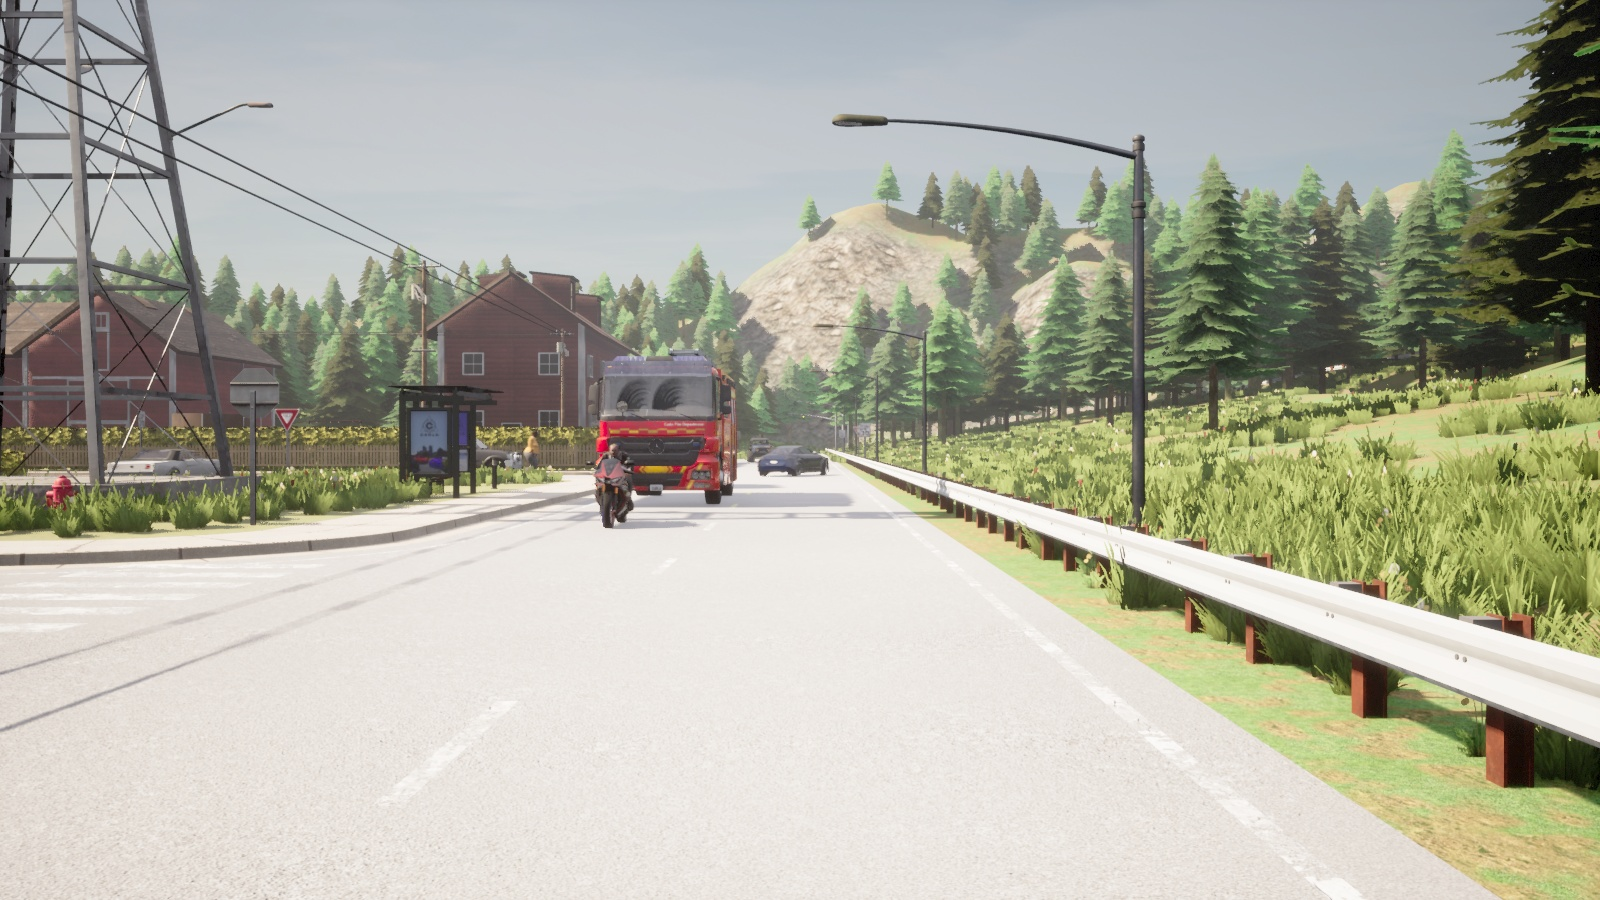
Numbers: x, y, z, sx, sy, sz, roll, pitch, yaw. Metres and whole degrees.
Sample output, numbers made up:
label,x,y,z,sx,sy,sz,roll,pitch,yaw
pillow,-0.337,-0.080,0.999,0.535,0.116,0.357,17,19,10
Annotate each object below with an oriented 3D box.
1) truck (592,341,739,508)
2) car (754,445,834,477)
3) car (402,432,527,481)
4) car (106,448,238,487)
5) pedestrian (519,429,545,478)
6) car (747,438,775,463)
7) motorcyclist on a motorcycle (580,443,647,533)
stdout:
label,x,y,z,sx,sy,sz,roll,pitch,yaw
truck,-3.289,-0.607,32.964,2.891,3.827,8.468,0,0,0
car,-0.238,0.486,57.355,1.994,1.385,4.181,0,0,26
car,-13.779,0.254,51.718,4.605,1.855,1.932,2,0,0
car,-22.364,0.575,44.962,1.895,1.301,4.718,0,0,8
pedestrian,-10.239,0.123,47.980,0.900,1.855,0.874,0,0,-5
car,-2.992,0.002,95.632,1.905,1.878,3.866,0,0,-6
motorcyclist on a motorcycle,-3.351,0.650,22.728,0.866,1.530,2.191,0,1,0
